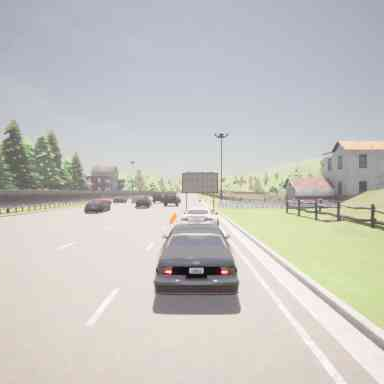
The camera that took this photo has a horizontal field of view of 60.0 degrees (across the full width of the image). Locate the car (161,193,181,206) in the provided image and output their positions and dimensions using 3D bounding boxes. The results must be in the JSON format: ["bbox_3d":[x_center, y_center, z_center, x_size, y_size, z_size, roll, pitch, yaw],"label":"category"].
[{"bbox_3d":[-3.312,1.221,53.385,2.150,2.045,5.566,0,0,0],"label":"car"}]

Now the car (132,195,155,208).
[{"bbox_3d":[-6.822,1.502,47.476,1.837,1.490,4.892,0,-1,0],"label":"car"}]

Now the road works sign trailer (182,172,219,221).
[{"bbox_3d":[0.525,0.464,22.083,2.380,3.560,2.880,0,0,-3],"label":"road works sign trailer"}]

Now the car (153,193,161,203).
[{"bbox_3d":[-6.789,1.222,67.536,2.150,2.045,5.566,0,0,0],"label":"car"}]

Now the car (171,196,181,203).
[{"bbox_3d":[-3.287,1.564,68.600,1.994,1.385,4.181,0,0,0],"label":"car"}]

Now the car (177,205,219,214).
[{"bbox_3d":[0.463,1.541,18.470,1.812,1.442,4.674,-1,-1,7],"label":"car"}]

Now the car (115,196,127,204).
[{"bbox_3d":[-13.795,1.526,63.764,1.812,1.442,4.674,0,0,0],"label":"car"}]

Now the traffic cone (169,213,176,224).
[{"bbox_3d":[-1.449,1.955,23.203,0.340,0.580,0.340,0,0,0],"label":"traffic cone"}]

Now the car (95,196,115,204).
[{"bbox_3d":[-13.818,1.352,50.833,2.097,1.767,4.553,0,0,0],"label":"car"}]

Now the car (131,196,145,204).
[{"bbox_3d":[-10.296,1.477,64.110,1.882,1.535,5.008,0,0,0],"label":"car"}]

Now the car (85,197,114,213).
[{"bbox_3d":[-10.339,1.564,36.697,1.994,1.385,4.181,0,0,0],"label":"car"}]

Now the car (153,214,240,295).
[{"bbox_3d":[0.112,1.547,8.846,2.033,1.411,5.357,0,0,1],"label":"car"}]

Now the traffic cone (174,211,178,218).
[{"bbox_3d":[-1.446,1.955,25.203,0.340,0.580,0.340,0,0,0],"label":"traffic cone"}]
